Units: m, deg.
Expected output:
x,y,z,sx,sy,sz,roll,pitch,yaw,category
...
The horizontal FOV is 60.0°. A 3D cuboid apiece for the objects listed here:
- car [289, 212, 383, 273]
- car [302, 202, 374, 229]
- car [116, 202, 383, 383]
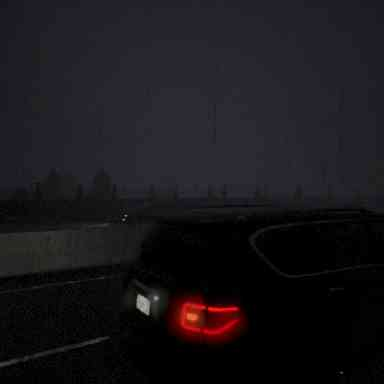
x,y,z,sx,sy,sz,roll,pitch,yaw,category
6.015,1.535,11.497,5.357,1.411,2.033,0,0,-31,car
9.776,1.486,22.149,4.892,1.490,1.837,0,0,-31,car
1.771,1.211,4.754,5.566,2.045,2.150,0,0,-33,car
